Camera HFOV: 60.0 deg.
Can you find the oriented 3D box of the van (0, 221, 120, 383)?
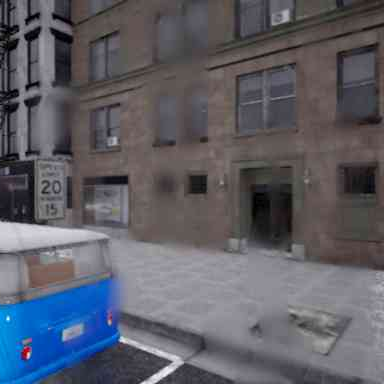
[{"bbox_3d":[-2.854,1.356,4.849,3.998,1.788,1.690,0,0,36],"label":"van"}]
